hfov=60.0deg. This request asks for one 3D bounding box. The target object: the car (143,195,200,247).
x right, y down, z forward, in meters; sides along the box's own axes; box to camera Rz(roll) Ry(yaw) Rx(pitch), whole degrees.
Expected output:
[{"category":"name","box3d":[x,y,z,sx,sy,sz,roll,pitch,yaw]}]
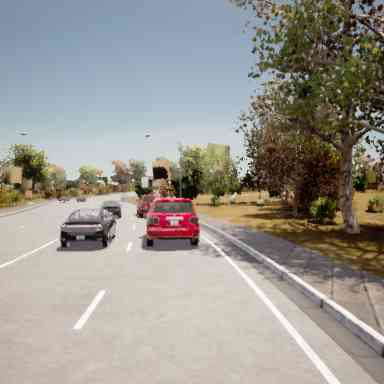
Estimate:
[{"category":"car","box3d":[-1.008,1.257,15.311,2.150,2.045,5.566,0,0,-7]}]

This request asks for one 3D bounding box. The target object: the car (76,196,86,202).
[{"category":"car","box3d":[-24.254,1.548,72.868,1.994,1.385,4.181,0,0,-18]}]

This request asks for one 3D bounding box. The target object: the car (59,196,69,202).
[{"category":"car","box3d":[-27.579,1.540,71.773,1.994,1.385,4.181,0,0,-18]}]

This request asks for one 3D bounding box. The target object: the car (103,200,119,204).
[{"category":"car","box3d":[-7.257,1.509,29.752,1.837,1.490,4.892,0,0,-13]}]

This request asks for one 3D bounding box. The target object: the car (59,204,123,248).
[{"category":"car","box3d":[-4.476,1.491,14.832,2.128,1.511,4.902,0,0,-7]}]

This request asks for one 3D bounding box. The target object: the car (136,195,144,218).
[{"category":"car","box3d":[-3.858,1.256,30.591,2.150,2.045,5.566,0,0,-13]}]
